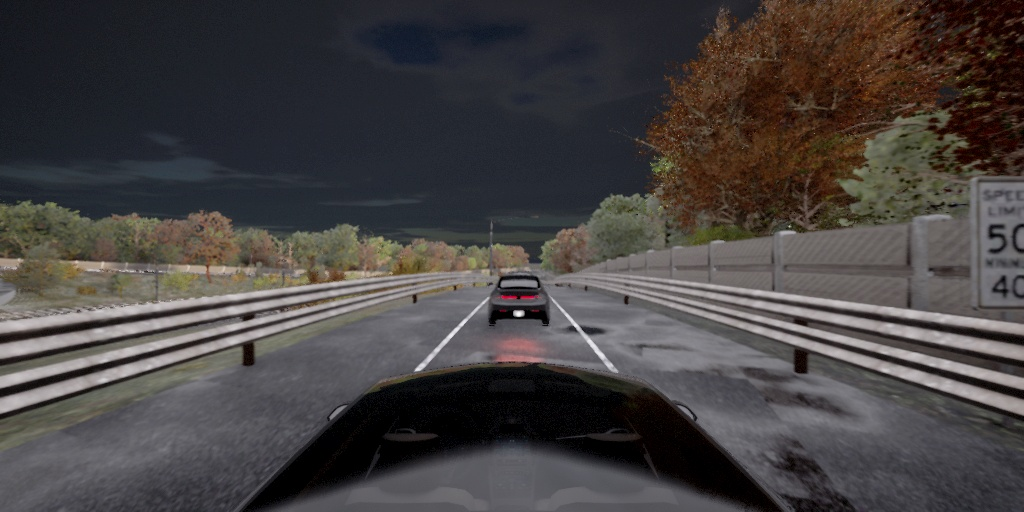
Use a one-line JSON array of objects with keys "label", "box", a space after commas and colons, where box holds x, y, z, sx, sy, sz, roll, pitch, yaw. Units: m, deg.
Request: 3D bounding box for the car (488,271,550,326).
[{"label": "car", "box": [0.247, 1.398, 12.293, 1.837, 1.490, 4.892, 0, -2, 1]}]
